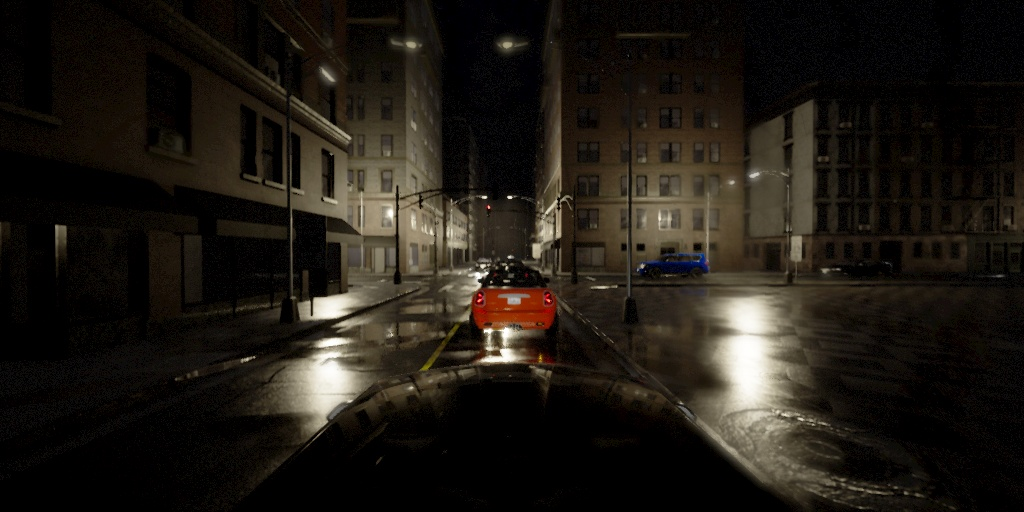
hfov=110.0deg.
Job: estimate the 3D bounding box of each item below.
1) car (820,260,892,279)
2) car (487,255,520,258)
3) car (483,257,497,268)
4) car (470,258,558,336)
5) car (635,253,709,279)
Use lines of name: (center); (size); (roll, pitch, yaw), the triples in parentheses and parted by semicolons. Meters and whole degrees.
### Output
car: (27.994, 1.060, 29.255); (4.902, 1.511, 2.128); (0, 0, -1)
car: (-0.173, 0.981, 19.362); (2.097, 1.767, 4.553); (0, 0, -3)
car: (-3.204, 0.898, 53.783); (1.837, 1.490, 4.892); (0, 0, 0)
car: (0.052, 1.042, 10.361); (2.097, 1.767, 4.553); (0, 0, 0)
car: (12.977, 0.788, 29.112); (5.566, 2.045, 2.150); (0, 0, -1)
